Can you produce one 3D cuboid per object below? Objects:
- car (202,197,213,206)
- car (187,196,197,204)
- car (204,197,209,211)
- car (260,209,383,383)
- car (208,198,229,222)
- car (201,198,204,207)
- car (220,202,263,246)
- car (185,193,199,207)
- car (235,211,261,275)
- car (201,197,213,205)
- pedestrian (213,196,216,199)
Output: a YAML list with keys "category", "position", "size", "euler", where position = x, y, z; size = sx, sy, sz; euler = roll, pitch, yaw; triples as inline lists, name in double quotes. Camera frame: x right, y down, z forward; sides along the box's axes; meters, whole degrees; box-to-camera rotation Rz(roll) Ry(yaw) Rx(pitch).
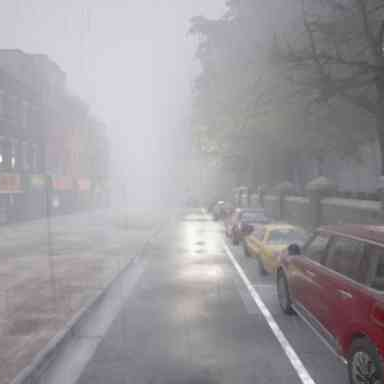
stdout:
- category: "car"
  position: [2.669, 1.636, 58.784]
  size: [1.752, 1.417, 4.829]
  euler: [-1, 0, 0]
- category: "car"
  position: [-0.002, 1.623, 68.592]
  size: [2.033, 1.411, 5.357]
  euler: [0, 0, 0]
- category: "car"
  position: [2.748, 1.517, 38.065]
  size: [1.882, 1.535, 5.008]
  euler: [0, 0, 0]
- category: "car"
  position: [2.620, 1.314, 4.569]
  size: [2.192, 1.841, 5.009]
  euler: [-1, 0, 0]
- category: "car"
  position: [2.619, 1.455, 26.371]
  size: [1.967, 1.590, 4.097]
  euler: [-1, 0, 0]
- category: "car"
  position: [2.618, 1.641, 53.622]
  size: [2.008, 1.369, 4.403]
  euler: [-1, 0, 0]
- category: "car"
  position: [2.621, 1.442, 15.471]
  size: [1.967, 1.590, 4.097]
  euler: [-1, 0, 0]
- category: "car"
  position: [0.018, 1.442, 53.587]
  size: [2.097, 1.767, 4.553]
  euler: [0, 0, 0]
- category: "car"
  position: [2.623, 1.525, 10.190]
  size: [1.752, 1.417, 4.829]
  euler: [-1, 0, 0]
- category: "car"
  position: [2.645, 1.670, 60.758]
  size: [2.008, 1.369, 4.403]
  euler: [-1, 0, 0]
- category: "pedestrian"
  position: [2.748, 1.341, 41.052]
  size: [0.375, 1.860, 0.375]
  euler: [-1, 1, 0]
